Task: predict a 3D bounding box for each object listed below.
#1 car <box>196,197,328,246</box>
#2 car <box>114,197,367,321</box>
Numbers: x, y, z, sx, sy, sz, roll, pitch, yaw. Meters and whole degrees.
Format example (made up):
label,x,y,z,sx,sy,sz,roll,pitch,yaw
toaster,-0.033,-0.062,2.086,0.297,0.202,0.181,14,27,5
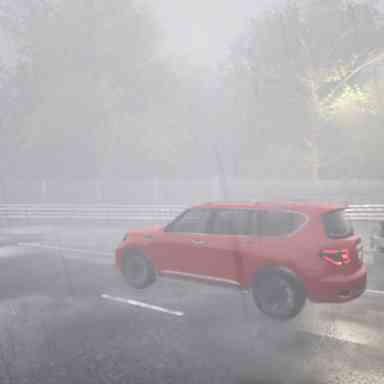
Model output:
label,x,y,z,sx,sy,sz,roll,pitch,yaw
car,3.035,1.252,15.250,5.566,2.045,2.150,0,0,3
car,0.767,1.202,7.441,5.566,2.045,2.150,0,0,34
